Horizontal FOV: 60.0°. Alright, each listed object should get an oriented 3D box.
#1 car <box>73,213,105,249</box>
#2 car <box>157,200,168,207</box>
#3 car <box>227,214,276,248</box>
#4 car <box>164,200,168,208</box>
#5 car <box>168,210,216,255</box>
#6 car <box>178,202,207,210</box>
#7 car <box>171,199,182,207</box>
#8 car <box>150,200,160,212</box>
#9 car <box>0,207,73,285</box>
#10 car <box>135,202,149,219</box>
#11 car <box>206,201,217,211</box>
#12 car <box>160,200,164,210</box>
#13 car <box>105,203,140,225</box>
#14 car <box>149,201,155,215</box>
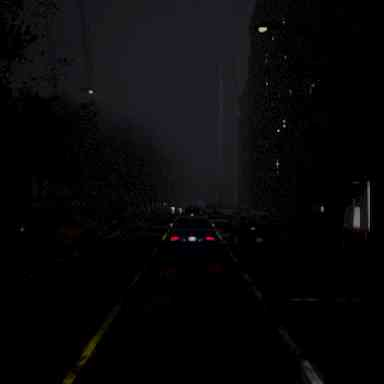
[{"bbox_3d":[-5.676,1.678,15.332,1.752,1.417,4.829,0,-1,0],"label":"car"},{"bbox_3d":[-5.768,2.213,65.347,1.887,1.381,4.507,0,-1,0],"label":"car"},{"bbox_3d":[2.704,1.705,15.498,2.008,1.369,4.403,0,-1,0],"label":"car"},{"bbox_3d":[-5.720,2.160,59.807,2.008,1.369,4.403,0,-1,0],"label":"car"},{"bbox_3d":[0.012,1.686,13.988,2.033,1.411,5.357,0,-1,0],"label":"car"},{"bbox_3d":[0.029,1.858,29.319,1.994,1.385,4.181,0,-1,0],"label":"car"},{"bbox_3d":[-2.970,2.198,65.863,1.812,1.442,4.674,0,-1,1],"label":"car"},{"bbox_3d":[-5.655,1.959,43.024,1.752,1.417,4.829,0,-1,0],"label":"car"},{"bbox_3d":[-5.679,1.414,9.966,2.192,1.841,5.009,0,-1,0],"label":"car"},{"bbox_3d":[-5.663,1.762,32.118,1.967,1.590,4.097,0,-1,0],"label":"car"},{"bbox_3d":[2.729,2.044,48.728,2.008,1.369,4.403,0,-1,0],"label":"car"},{"bbox_3d":[-5.651,1.934,48.733,1.967,1.590,4.097,0,-1,0],"label":"car"},{"bbox_3d":[-5.668,1.831,26.578,1.947,1.339,4.313,0,-1,0],"label":"car"},{"bbox_3d":[-5.659,1.960,37.655,1.802,1.307,4.206,0,-1,0],"label":"car"}]
